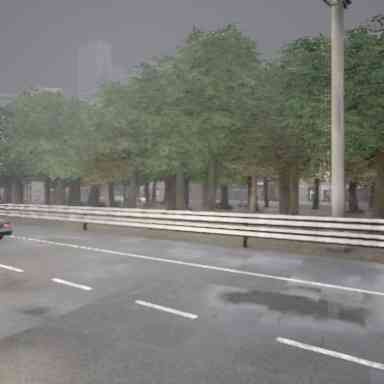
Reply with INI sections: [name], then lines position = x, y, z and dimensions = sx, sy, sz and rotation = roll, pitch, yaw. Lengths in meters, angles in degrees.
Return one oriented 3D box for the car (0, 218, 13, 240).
[car]
position = -10.560, 1.552, 15.706
dimensions = 5.357, 1.411, 2.033
rotation = 0, 0, 36
